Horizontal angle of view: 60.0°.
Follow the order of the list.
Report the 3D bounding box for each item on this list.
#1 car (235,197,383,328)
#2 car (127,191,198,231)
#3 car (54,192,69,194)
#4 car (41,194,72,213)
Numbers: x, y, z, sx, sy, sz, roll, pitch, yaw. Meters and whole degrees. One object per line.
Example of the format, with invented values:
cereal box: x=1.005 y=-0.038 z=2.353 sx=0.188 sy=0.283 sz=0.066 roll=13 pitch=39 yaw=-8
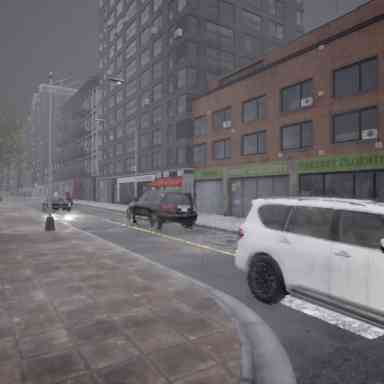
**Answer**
car: x=3.084 y=1.154 z=5.661 sx=2.150 sy=2.045 sz=5.566 roll=0 pitch=1 yaw=-32
car: x=-1.813 y=0.942 z=18.914 sx=2.150 sy=2.045 sz=5.566 roll=0 pitch=1 yaw=-32
car: x=-16.812 y=0.742 z=42.541 sx=2.097 sy=1.767 sz=4.553 roll=0 pitch=0 yaw=-32
car: x=-12.170 y=1.103 z=29.727 sx=1.895 sy=1.301 sz=4.718 roll=0 pitch=1 yaw=-32
